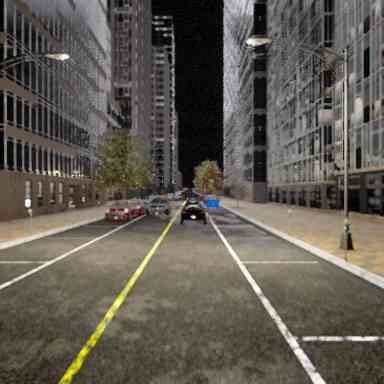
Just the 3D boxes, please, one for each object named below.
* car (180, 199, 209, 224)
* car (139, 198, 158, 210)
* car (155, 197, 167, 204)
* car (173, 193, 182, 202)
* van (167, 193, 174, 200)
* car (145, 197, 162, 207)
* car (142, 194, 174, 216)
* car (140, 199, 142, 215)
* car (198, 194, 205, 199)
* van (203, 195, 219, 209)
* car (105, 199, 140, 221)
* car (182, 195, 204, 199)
[{"bbox_3d":[0.094,1.511,24.632,1.812,1.442,4.674,0,0,0],"label":"car"},{"bbox_3d":[-5.697,1.517,44.010,2.008,1.369,4.403,0,0,0],"label":"car"},{"bbox_3d":[-5.698,1.515,61.087,1.802,1.307,4.206,0,0,0],"label":"car"},{"bbox_3d":[-3.010,1.465,72.777,1.895,1.301,4.718,0,0,0],"label":"car"},{"bbox_3d":[-5.702,1.202,89.548,1.690,1.788,3.998,0,0,0],"label":"van"},{"bbox_3d":[-5.697,1.508,49.702,2.008,1.369,4.403,0,0,0],"label":"car"},{"bbox_3d":[-3.100,1.331,31.537,2.097,1.767,4.553,0,0,0],"label":"car"},{"bbox_3d":[-5.696,1.418,32.624,1.967,1.590,4.097,0,0,0],"label":"car"},{"bbox_3d":[2.678,1.396,95.239,2.008,1.369,4.403,0,0,0],"label":"car"},{"bbox_3d":[2.684,1.306,44.006,1.690,1.788,3.998,0,0,0],"label":"van"},{"bbox_3d":[-5.695,1.424,26.932,1.967,1.590,4.097,0,0,0],"label":"car"},{"bbox_3d":[0.094,1.514,42.820,2.033,1.411,5.357,0,0,0],"label":"car"}]
